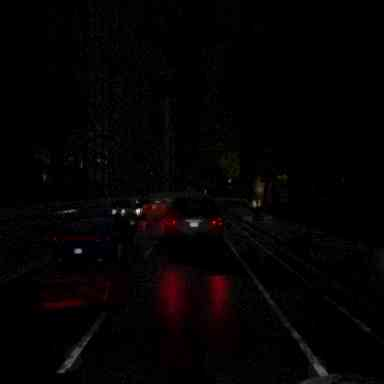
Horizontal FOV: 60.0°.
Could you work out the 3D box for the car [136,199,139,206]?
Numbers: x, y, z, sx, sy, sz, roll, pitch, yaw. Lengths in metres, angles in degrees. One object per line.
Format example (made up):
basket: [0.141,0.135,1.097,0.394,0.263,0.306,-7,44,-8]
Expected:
car: [-6.579,1.298,46.836,2.097,1.767,4.553,0,0,0]

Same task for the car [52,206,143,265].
car: [-3.177,1.482,11.786,1.882,1.535,5.008,0,0,0]

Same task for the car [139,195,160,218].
car: [-3.164,1.328,30.012,2.097,1.767,4.553,0,0,0]

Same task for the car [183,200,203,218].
car: [0.090,1.499,31.342,1.812,1.442,4.674,0,0,0]

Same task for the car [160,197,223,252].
car: [0.085,1.222,14.139,2.150,2.045,5.566,0,0,0]

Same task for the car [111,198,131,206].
car: [-9.828,1.496,46.658,2.033,1.411,5.357,0,0,0]
